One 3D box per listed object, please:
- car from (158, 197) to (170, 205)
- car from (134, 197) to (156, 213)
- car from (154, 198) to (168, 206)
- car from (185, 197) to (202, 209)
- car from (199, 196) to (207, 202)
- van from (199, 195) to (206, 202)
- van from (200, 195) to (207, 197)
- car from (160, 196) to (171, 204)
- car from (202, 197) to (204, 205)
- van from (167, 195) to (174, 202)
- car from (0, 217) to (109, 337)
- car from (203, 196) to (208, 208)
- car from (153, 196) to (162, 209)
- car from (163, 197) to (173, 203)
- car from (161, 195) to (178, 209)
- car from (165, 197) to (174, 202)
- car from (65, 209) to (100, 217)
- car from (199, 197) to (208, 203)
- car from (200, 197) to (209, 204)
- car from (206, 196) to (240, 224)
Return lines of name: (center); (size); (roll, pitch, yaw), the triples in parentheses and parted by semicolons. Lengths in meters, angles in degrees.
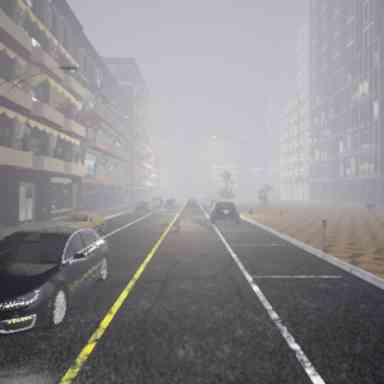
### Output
car: (-5.667, 1.792, 66.768); (2.008, 1.369, 4.403); (0, 0, 0)
car: (-5.679, 1.674, 39.135); (1.887, 1.381, 4.507); (0, 0, 0)
car: (-5.669, 1.768, 61.241); (2.008, 1.369, 4.403); (0, 0, 0)
car: (0.036, 1.723, 46.927); (1.994, 1.385, 4.181); (0, 0, 1)
car: (2.718, 1.758, 83.344); (1.967, 1.590, 4.097); (0, 0, 0)
van: (2.720, 1.686, 88.872); (1.690, 1.788, 3.998); (0, 0, 0)
van: (2.711, 1.582, 66.765); (1.690, 1.788, 3.998); (0, 0, 0)
car: (-5.666, 1.706, 72.294); (1.967, 1.590, 4.097); (0, 0, 0)
car: (2.703, 1.677, 44.828); (1.752, 1.417, 4.829); (0, 0, 0)
van: (-5.660, 1.686, 88.876); (1.690, 1.788, 3.998); (0, 0, 0)
car: (-3.097, 1.525, 7.005); (1.837, 1.490, 4.892); (0, 0, 0)
car: (2.701, 1.569, 39.131); (1.967, 1.590, 4.097); (0, 0, 0)
car: (-5.675, 1.697, 50.019); (1.752, 1.417, 4.829); (0, 0, 0)
car: (-5.663, 1.857, 77.821); (1.947, 1.339, 4.313); (0, 0, 0)
car: (-3.057, 1.668, 48.392); (1.837, 1.490, 4.892); (0, 0, 0)
car: (-5.661, 1.863, 83.347); (1.887, 1.381, 4.507); (0, 0, 0)
car: (-5.688, 1.576, 16.859); (1.752, 1.417, 4.829); (0, 0, 0)
car: (2.717, 1.857, 77.817); (1.947, 1.339, 4.313); (0, 0, 0)
car: (2.715, 1.792, 72.460); (1.752, 1.417, 4.829); (0, 0, 0)
car: (2.398, 1.434, 25.519); (2.097, 1.767, 4.553); (0, 0, 0)
